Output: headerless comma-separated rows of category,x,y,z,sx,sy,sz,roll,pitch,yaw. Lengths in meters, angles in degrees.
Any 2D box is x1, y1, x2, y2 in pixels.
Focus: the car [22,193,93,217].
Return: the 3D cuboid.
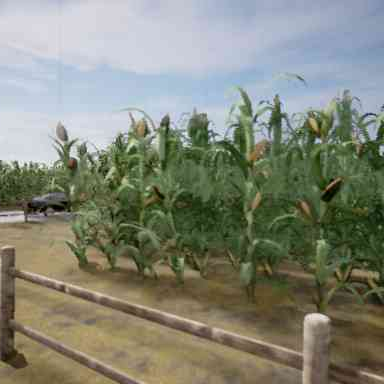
car,-9.077,0.794,23.056,1.882,1.535,5.008,1,2,35
